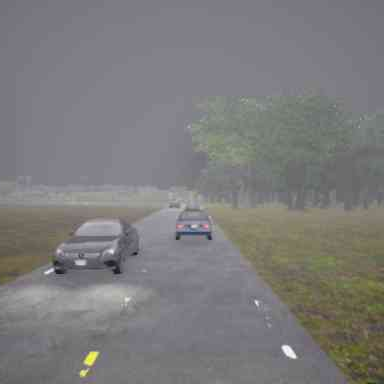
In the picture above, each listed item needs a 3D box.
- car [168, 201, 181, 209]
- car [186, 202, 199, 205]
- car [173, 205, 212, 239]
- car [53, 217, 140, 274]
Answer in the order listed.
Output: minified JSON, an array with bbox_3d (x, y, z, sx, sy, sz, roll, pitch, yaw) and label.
[{"bbox_3d":[-2.843,2.117,55.240,2.033,1.411,5.357,0,-1,1],"label":"car"},{"bbox_3d":[0.063,1.993,45.323,1.994,1.385,4.181,0,-1,0],"label":"car"},{"bbox_3d":[0.083,1.662,17.940,2.033,1.411,5.357,0,0,0],"label":"car"},{"bbox_3d":[-2.857,1.586,10.899,1.812,1.442,4.674,0,-1,0],"label":"car"}]
